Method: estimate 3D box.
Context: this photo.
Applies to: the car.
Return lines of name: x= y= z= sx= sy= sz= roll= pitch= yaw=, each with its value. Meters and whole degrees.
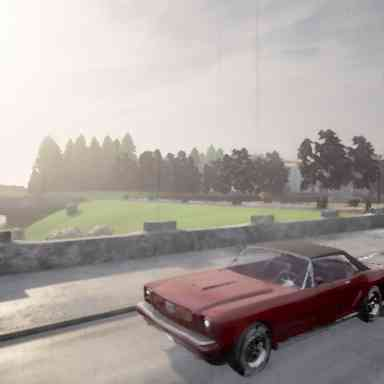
car: x=1.505 y=1.597 z=5.663 sx=4.718 sy=1.301 sz=1.895 roll=0 pitch=0 yaw=-35
